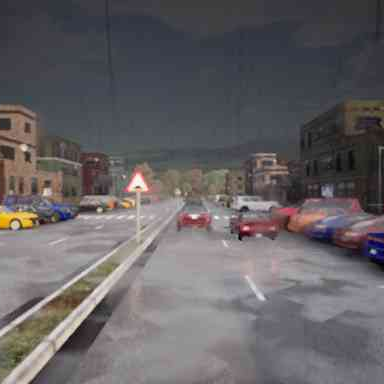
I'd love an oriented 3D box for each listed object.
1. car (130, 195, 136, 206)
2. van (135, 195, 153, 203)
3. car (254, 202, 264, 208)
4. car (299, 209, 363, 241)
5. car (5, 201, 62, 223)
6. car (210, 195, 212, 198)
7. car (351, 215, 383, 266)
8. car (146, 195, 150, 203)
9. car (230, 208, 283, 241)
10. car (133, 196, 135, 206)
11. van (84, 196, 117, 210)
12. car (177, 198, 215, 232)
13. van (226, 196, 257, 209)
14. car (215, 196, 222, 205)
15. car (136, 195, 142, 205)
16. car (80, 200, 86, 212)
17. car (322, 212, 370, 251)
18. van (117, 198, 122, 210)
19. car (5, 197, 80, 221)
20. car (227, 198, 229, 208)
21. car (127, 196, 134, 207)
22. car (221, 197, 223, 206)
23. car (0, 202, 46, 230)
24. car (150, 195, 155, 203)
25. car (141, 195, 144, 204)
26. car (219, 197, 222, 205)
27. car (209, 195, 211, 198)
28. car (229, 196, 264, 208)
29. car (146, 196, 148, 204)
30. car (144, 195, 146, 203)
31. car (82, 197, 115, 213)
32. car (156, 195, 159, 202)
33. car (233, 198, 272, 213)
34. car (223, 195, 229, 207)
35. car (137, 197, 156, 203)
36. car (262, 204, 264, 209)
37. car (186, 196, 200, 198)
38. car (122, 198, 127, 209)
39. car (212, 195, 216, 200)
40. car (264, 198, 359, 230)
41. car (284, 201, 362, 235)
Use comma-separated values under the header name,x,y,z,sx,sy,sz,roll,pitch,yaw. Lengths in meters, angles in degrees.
name,x,y,z,sx,sy,sz,roll,pitch,yaw
car,-12.557,1.742,57.730,4.553,1.767,2.185,0,0,0
van,-12.362,1.861,85.520,4.442,1.987,1.878,0,-1,0
car,7.635,1.726,26.065,4.792,1.488,2.163,0,0,0
car,7.652,1.645,15.164,4.674,1.452,2.002,0,-1,0
car,-12.575,1.654,24.376,4.892,1.521,2.231,0,0,0
car,7.709,2.090,83.973,4.892,1.521,2.231,0,-1,0
car,7.644,1.555,9.519,5.008,1.535,2.097,0,0,0
car,-12.491,1.987,74.403,4.892,1.521,2.231,0,0,0
car,3.116,1.747,17.677,1.895,1.301,4.718,0,0,0
car,-12.525,1.851,54.950,5.008,1.535,2.097,0,0,0
van,-12.666,1.558,43.834,4.442,1.987,1.878,0,0,0
car,0.148,1.517,21.663,2.097,1.767,4.553,2,0,0
van,7.569,1.633,50.887,4.442,1.987,1.878,0,0,0
car,7.510,1.918,61.916,5.366,1.575,1.946,0,0,0
car,-12.522,1.904,63.287,4.892,1.521,2.231,0,0,0
car,-12.543,1.722,29.935,4.792,1.488,2.163,0,0,0
car,7.649,1.619,12.276,4.674,1.452,2.002,0,-1,0
van,-12.661,1.575,46.613,4.442,1.987,1.878,0,0,0
car,-12.548,1.422,27.157,5.566,2.045,2.435,0,0,0
car,7.676,1.827,45.245,5.008,1.535,2.097,0,0,0
car,-12.349,1.832,52.170,5.366,1.575,1.946,0,0,0
car,7.694,1.874,53.644,5.008,1.535,2.097,0,0,0
car,-12.591,1.633,21.596,5.008,1.535,2.097,0,0,0
car,-12.460,1.782,79.963,5.566,2.045,2.435,0,0,0
car,-12.480,1.796,66.066,4.553,1.767,2.185,0,0,0
car,7.691,1.945,59.158,4.674,1.452,2.002,0,0,0
car,7.903,2.112,86.728,5.366,1.575,1.946,0,-1,0
car,7.704,1.544,39.855,5.566,2.045,2.435,0,0,0
car,-12.500,2.003,71.624,4.674,1.452,2.002,0,0,0
car,-12.476,1.817,68.846,4.553,1.767,2.185,0,0,0
car,-12.547,1.767,41.053,4.892,1.521,2.231,0,0,0
car,-12.446,1.862,88.298,5.566,2.045,2.435,0,-1,0
car,7.709,1.685,42.489,4.553,1.767,2.185,0,0,0
car,7.712,1.593,48.129,5.566,2.045,2.435,0,0,0
car,-12.463,2.145,91.076,4.892,1.521,2.231,0,-1,0
car,7.664,1.714,23.307,4.674,1.452,2.002,0,0,0
car,0.131,1.538,40.412,2.150,2.045,5.566,0,-1,1
car,-12.542,1.858,49.391,4.674,1.452,2.002,0,0,0
car,7.734,1.745,72.947,5.566,2.045,2.435,0,0,0
car,7.631,1.400,20.551,5.566,2.045,2.435,0,0,0
car,7.625,1.502,17.793,4.553,1.767,2.185,0,0,0
